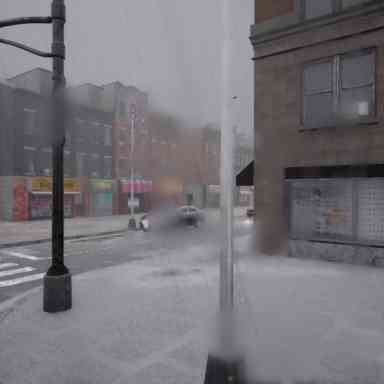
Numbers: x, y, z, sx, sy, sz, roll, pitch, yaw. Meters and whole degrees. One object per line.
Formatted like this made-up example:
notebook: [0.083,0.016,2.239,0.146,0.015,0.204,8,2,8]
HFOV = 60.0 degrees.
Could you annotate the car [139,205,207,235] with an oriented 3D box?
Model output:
car: [-0.998,1.540,19.531,2.128,1.511,4.902,0,0,35]

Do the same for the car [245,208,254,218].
car: [6.670,1.689,30.297,1.895,1.301,4.718,0,0,36]
